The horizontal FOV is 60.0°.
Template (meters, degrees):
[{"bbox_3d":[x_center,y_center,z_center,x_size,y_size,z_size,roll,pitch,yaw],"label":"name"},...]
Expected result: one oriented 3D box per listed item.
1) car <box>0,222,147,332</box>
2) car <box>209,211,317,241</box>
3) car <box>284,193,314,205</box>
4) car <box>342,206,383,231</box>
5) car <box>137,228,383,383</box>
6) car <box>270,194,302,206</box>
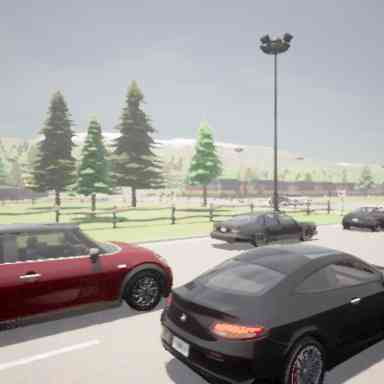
[{"bbox_3d":[-2.594,1.351,6.197,4.553,1.767,2.097,0,0,-36],"label":"car"},{"bbox_3d":[3.300,1.545,14.701,5.357,1.411,2.033,0,0,-36],"label":"car"},{"bbox_3d":[18.054,1.210,56.944,2.150,2.045,5.566,0,0,-35],"label":"car"},{"bbox_3d":[10.968,1.559,20.170,4.181,1.385,1.994,0,0,-36],"label":"car"},{"bbox_3d":[1.745,1.525,4.991,4.674,1.442,1.812,0,0,-36],"label":"car"},{"bbox_3d":[15.102,1.496,55.036,1.837,1.490,4.892,0,0,-35],"label":"car"}]
